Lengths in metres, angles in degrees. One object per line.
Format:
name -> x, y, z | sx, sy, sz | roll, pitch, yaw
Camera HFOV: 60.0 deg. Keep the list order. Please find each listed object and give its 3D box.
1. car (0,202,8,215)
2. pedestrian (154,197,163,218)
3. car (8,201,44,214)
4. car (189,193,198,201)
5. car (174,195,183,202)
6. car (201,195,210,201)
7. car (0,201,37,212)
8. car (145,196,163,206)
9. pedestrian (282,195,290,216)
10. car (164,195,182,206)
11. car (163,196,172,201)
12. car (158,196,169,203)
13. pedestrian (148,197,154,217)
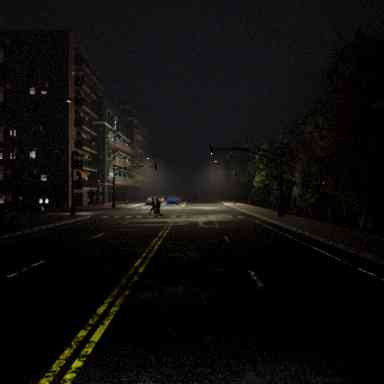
car -> -22.563, 1.595, 34.623 | 5.009, 1.841, 2.192 | -1, 1, -1
pedestrian -> -2.830, 1.301, 28.096 | 0.375, 1.860, 0.375 | 0, 0, 0
car -> -19.218, 1.727, 37.427 | 4.902, 1.511, 2.128 | -1, 0, 1
car -> 0.269, 1.266, 85.613 | 2.150, 2.045, 5.566 | 0, 0, 0
car -> -3.015, 1.538, 75.385 | 1.837, 1.490, 4.892 | 0, 0, 0
car -> 3.519, 1.540, 85.571 | 1.837, 1.490, 4.892 | 0, 0, 0
car -> -22.654, 1.856, 43.273 | 4.206, 1.307, 1.802 | -1, 1, -1
car -> -6.421, 1.568, 54.401 | 2.033, 1.411, 5.357 | 0, 0, 0
pedestrian -> 8.058, 1.149, 28.758 | 0.375, 1.860, 0.375 | 0, 0, 0
car -> -3.165, 1.499, 55.843 | 1.882, 1.535, 5.008 | 0, 0, 0
car -> -6.233, 1.627, 84.934 | 1.895, 1.301, 4.718 | 0, 0, 0
car -> -6.270, 1.562, 74.194 | 2.128, 1.511, 4.902 | 0, 0, 0
pedestrian -> -3.457, 1.310, 29.396 | 0.375, 1.860, 0.375 | 0, 0, 0
